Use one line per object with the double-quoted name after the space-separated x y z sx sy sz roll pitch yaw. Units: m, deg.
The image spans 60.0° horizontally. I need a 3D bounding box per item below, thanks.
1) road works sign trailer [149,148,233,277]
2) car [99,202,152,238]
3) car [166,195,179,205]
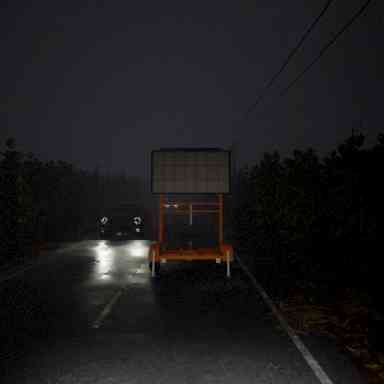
-0.035 0.464 10.220 2.380 3.560 2.880 0 0 0 "road works sign trailer"
-3.361 1.352 17.571 2.097 1.767 4.553 0 0 0 "car"
-3.485 1.351 58.662 2.097 1.767 4.553 0 0 0 "car"
